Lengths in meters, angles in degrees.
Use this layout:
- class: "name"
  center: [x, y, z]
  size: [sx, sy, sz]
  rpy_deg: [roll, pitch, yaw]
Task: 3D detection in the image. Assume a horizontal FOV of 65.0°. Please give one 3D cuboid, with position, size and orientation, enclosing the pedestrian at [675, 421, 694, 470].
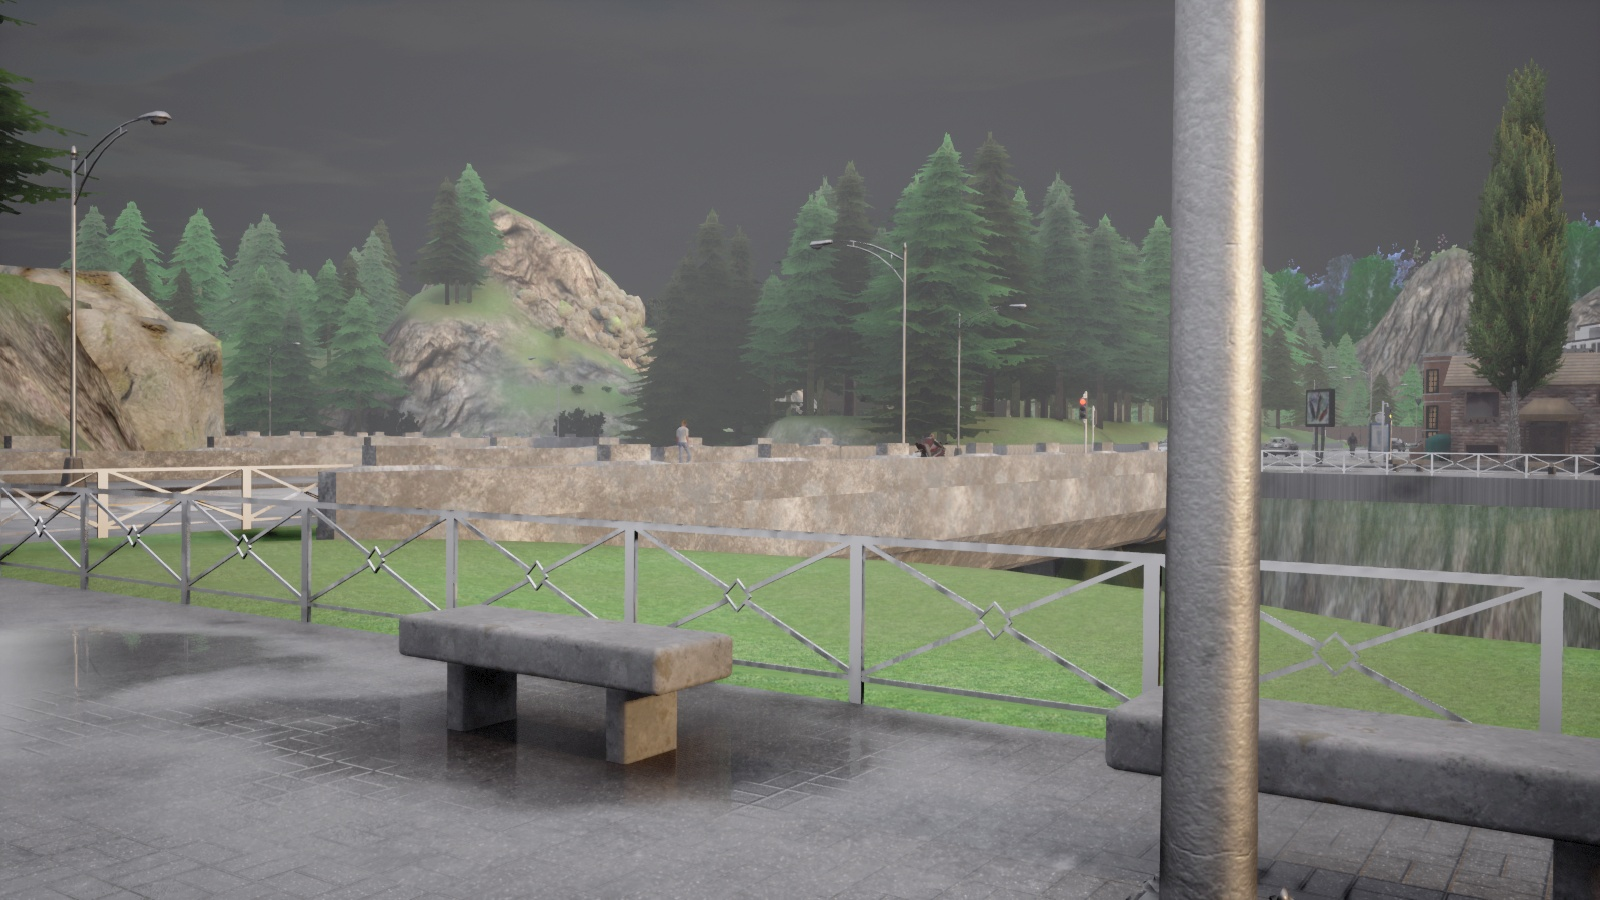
- class: "pedestrian"
  center: [-4.383, -0.170, 47.677]
  size: [0.354, 1.836, 0.706]
  rpy_deg: [0, 1, 26]

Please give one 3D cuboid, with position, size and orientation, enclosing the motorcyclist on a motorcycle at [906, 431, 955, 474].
- class: "motorcyclist on a motorcycle"
  center: [4.851, 0.086, 46.644]
  size: [0.866, 1.530, 2.191]
  rpy_deg: [0, 1, 34]

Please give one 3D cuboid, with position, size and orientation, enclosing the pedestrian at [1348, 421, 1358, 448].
- class: "pedestrian"
  center: [38.920, -1.122, 88.422]
  size: [0.563, 1.883, 0.849]
  rpy_deg: [0, 1, 21]
